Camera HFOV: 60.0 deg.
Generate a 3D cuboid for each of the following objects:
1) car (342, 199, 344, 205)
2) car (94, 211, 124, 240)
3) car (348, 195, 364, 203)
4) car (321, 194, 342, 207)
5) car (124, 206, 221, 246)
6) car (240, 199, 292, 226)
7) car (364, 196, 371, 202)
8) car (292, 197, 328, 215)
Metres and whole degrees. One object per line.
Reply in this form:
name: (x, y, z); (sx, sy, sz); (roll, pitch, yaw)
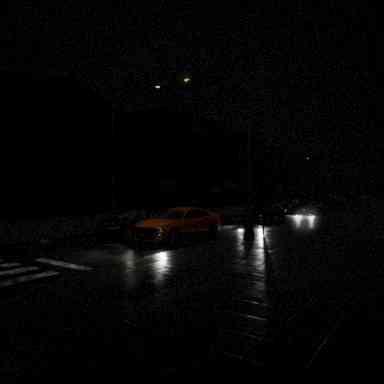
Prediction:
car: (23.321, 1.506, 53.765); (1.947, 1.339, 4.313); (0, 0, 35)
car: (-2.800, 1.525, 16.587); (2.008, 1.369, 4.403); (0, 0, 35)
car: (33.115, 1.514, 67.707); (1.947, 1.339, 4.313); (0, 0, 35)
car: (20.054, 1.256, 49.118); (2.192, 1.841, 5.009); (0, 0, 35)
car: (-0.531, 1.447, 15.405); (1.882, 1.535, 5.008); (0, 0, 35)
car: (5.121, 1.457, 23.449); (1.837, 1.490, 4.892); (0, 0, 35)
car: (39.547, 1.491, 76.863); (1.752, 1.417, 4.829); (0, 0, 35)
car: (11.563, 1.506, 32.598); (1.994, 1.385, 4.181); (0, 0, 35)
